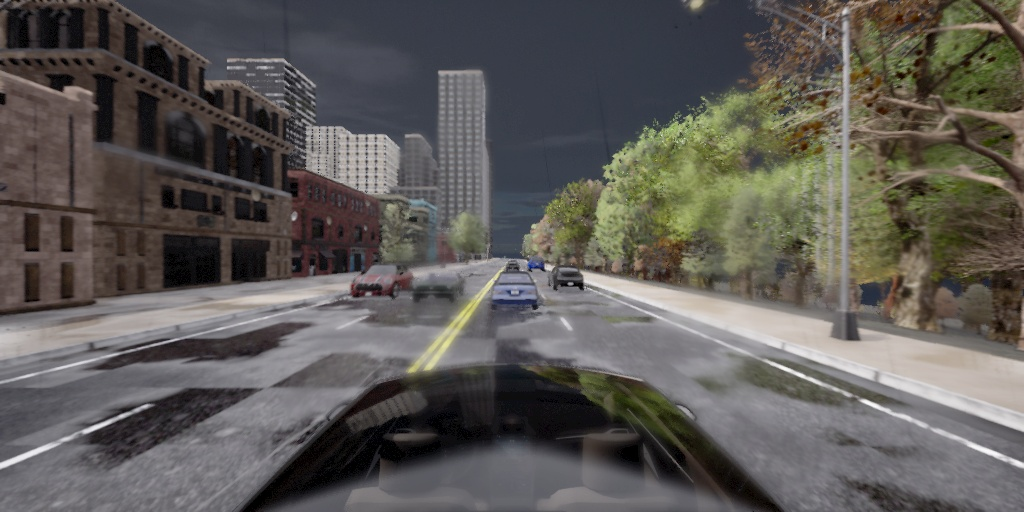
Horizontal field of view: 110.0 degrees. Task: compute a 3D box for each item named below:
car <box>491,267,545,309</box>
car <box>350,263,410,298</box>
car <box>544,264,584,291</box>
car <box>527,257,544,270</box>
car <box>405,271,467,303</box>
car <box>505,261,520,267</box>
[{"bbox_3d":[0.100,1.349,15.296,2.033,1.411,5.357,0,0,0],"label":"car"},{"bbox_3d":[-6.598,1.167,18.733,2.097,1.767,4.553,0,0,0],"label":"car"},{"bbox_3d":[3.350,1.336,22.926,1.837,1.490,4.892,0,0,0],"label":"car"},{"bbox_3d":[3.352,1.150,50.402,2.150,2.045,5.566,0,0,0],"label":"car"},{"bbox_3d":[-3.350,1.410,17.145,1.895,1.301,4.718,0,0,0],"label":"car"},{"bbox_3d":[0.102,1.439,52.245,1.837,1.490,4.892,0,0,0],"label":"car"}]
